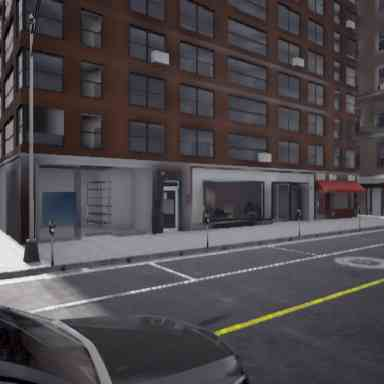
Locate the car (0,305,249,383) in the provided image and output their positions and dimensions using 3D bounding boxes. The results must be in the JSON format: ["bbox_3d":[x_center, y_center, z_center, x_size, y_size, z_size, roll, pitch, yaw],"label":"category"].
[{"bbox_3d":[-1.633,1.519,2.116,4.674,1.442,1.812,0,0,-35],"label":"car"}]
